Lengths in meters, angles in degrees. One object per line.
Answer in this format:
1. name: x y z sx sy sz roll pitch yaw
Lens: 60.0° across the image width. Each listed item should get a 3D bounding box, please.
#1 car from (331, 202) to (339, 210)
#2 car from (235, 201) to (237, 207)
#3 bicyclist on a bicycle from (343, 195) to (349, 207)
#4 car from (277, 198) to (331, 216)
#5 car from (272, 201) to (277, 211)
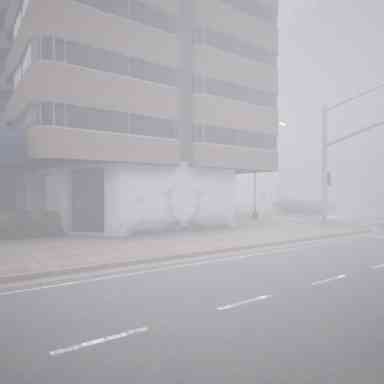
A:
1. car: 14.625 1.547 39.589 2.033 1.411 5.357 0 0 -36
2. car: 4.315 1.491 47.523 2.128 1.511 4.902 0 0 -36
3. bicyclist on a bicycle: 22.058 1.301 47.707 1.656 1.620 0.582 0 0 -36
4. car: 10.847 1.564 32.549 1.994 1.385 4.181 0 0 -36
5. car: 11.441 1.478 37.687 1.882 1.535 5.008 0 0 -36
